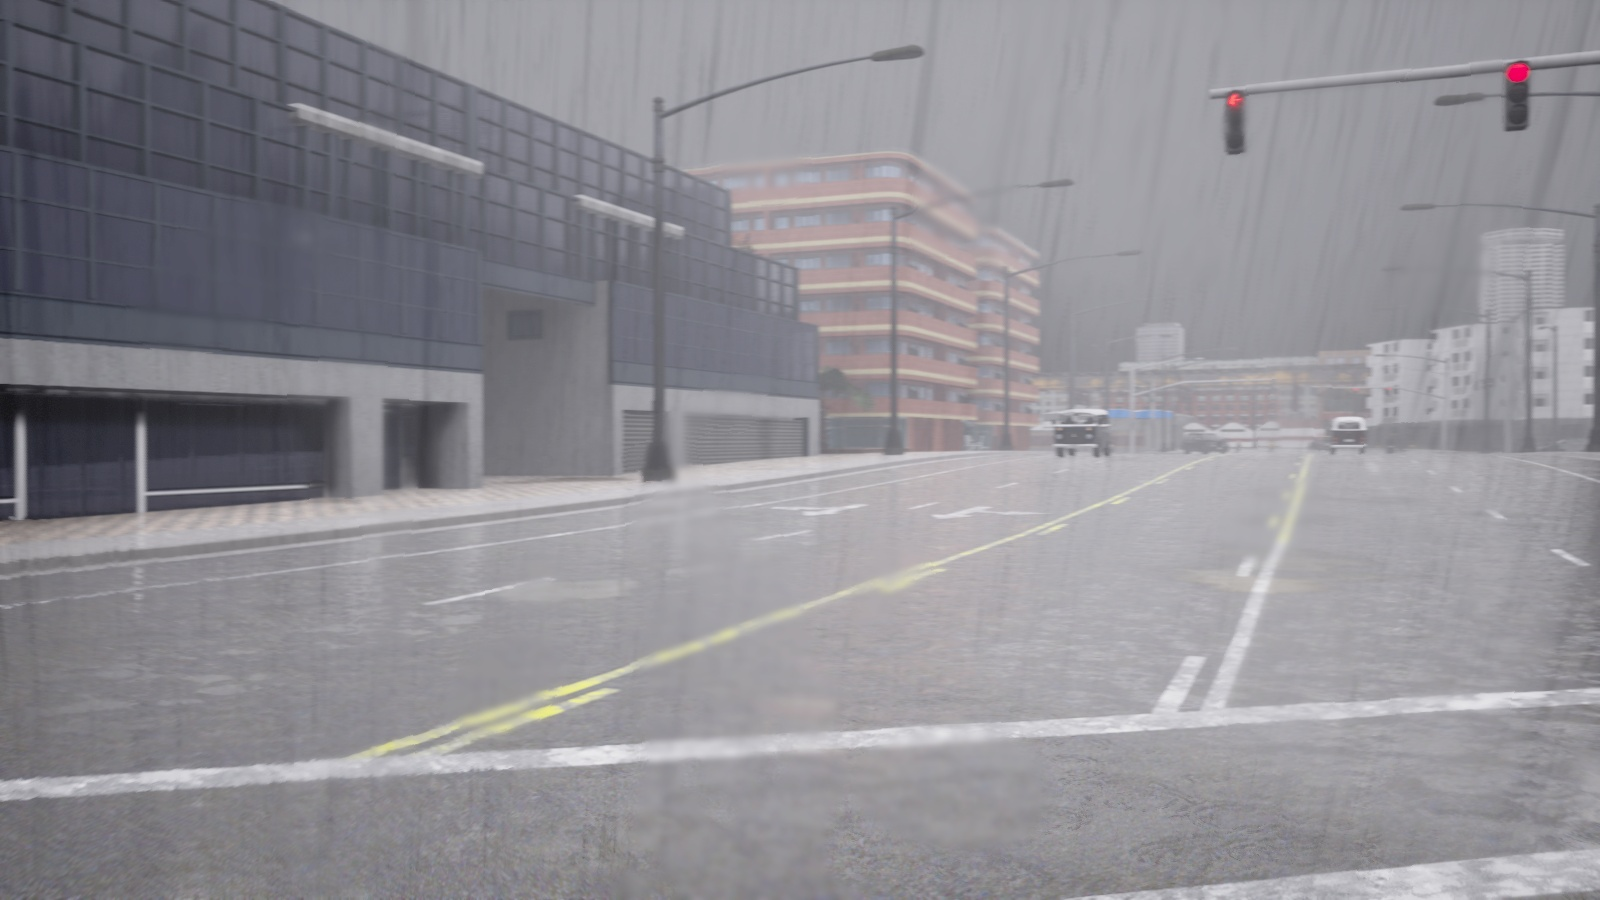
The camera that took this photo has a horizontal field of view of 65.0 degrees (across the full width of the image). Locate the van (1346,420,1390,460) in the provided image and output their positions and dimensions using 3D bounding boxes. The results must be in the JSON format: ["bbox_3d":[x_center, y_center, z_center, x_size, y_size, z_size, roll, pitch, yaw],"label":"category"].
[{"bbox_3d":[30.637,-0.514,67.812,2.069,2.038,4.480,1,-1,24],"label":"van"}]

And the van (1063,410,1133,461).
[{"bbox_3d":[12.537,-0.640,52.585,2.069,2.038,4.480,1,1,24],"label":"van"}]
